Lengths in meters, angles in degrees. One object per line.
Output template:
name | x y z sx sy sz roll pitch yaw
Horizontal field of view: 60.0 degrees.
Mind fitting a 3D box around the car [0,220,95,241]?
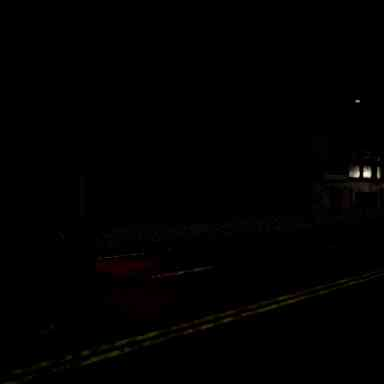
car | -4.815 1.506 8.234 4.892 1.490 1.837 0 0 -35

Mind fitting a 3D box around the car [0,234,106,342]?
car | -3.862 1.600 4.923 4.718 1.301 1.895 0 0 -35
